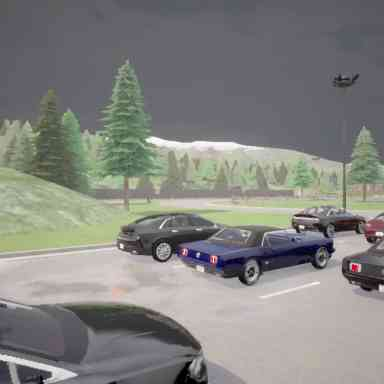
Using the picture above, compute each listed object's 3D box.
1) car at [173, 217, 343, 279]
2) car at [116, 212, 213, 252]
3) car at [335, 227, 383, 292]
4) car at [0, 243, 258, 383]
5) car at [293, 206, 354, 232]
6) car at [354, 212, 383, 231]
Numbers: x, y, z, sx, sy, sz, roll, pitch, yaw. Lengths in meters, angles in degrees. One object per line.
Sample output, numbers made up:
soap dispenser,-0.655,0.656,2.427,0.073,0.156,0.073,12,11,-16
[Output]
car,2.022,1.601,9.478,4.718,1.301,1.895,0,0,-35
car,-0.290,1.505,12.129,4.892,1.490,1.837,0,0,-35
car,5.598,1.601,7.727,4.718,1.301,1.895,0,0,-35
car,-2.077,1.491,2.263,4.902,1.511,2.128,0,0,-35
car,7.299,1.491,17.530,4.902,1.511,2.128,0,0,-35
car,9.442,1.526,14.759,4.674,1.442,1.812,0,0,-35
